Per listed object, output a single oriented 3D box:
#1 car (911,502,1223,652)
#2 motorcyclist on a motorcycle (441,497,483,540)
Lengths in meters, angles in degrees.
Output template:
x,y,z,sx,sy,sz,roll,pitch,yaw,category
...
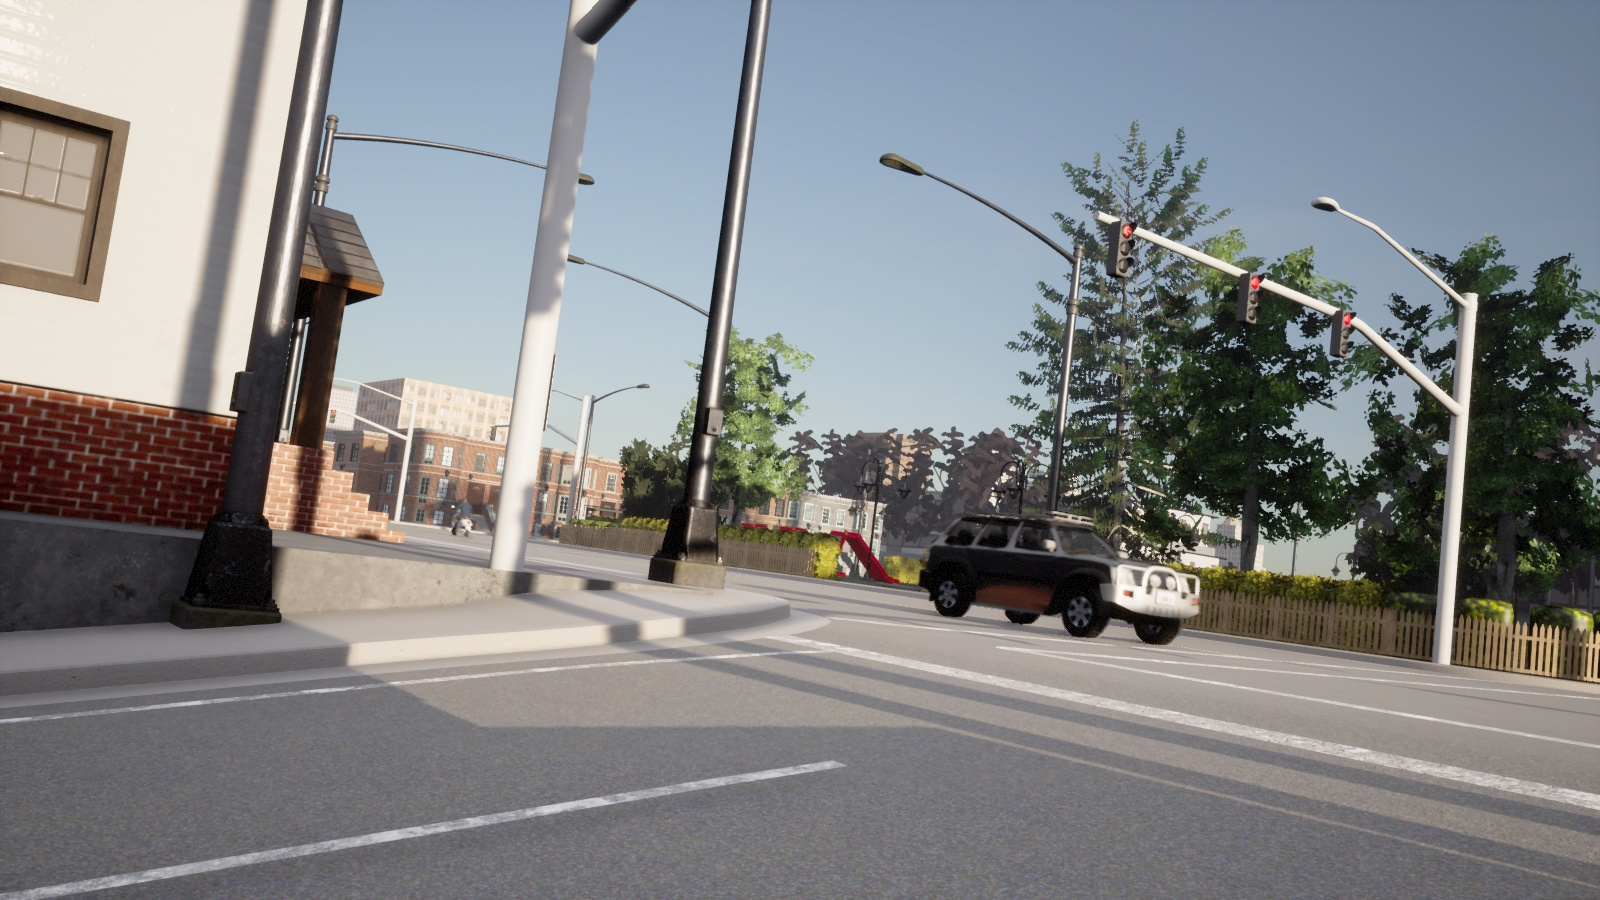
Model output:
x,y,z,sx,sy,sz,roll,pitch,yaw,category
4.089,1.939,19.955,1.932,1.855,4.605,10,-6,-35,car
-13.722,2.778,50.965,0.866,1.590,1.817,10,-6,-35,motorcyclist on a motorcycle
